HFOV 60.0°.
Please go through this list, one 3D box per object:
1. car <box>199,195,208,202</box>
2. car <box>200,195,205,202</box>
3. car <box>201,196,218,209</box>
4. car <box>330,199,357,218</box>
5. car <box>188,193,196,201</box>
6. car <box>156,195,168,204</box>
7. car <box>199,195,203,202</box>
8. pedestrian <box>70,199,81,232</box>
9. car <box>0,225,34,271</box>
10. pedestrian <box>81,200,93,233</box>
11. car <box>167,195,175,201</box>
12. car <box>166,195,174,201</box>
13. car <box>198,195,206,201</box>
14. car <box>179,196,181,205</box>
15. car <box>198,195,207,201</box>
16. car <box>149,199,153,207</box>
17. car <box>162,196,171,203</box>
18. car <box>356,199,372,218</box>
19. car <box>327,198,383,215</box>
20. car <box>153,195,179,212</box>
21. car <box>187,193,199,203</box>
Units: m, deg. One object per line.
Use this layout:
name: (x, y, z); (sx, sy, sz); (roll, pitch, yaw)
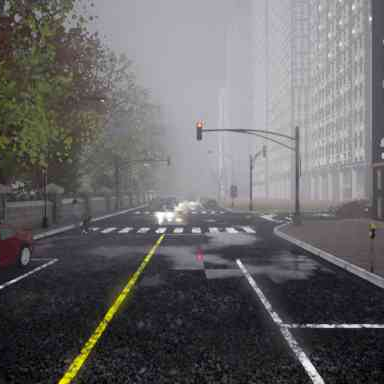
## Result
car: (2.688, 1.510, 80.376); (1.967, 1.590, 4.097); (0, 0, 0)
car: (2.689, 1.597, 52.214); (1.947, 1.339, 4.313); (0, 0, 0)
car: (2.689, 1.591, 46.581); (1.947, 1.339, 4.313); (0, 0, 0)
car: (13.648, 1.309, 26.689); (4.181, 1.385, 1.994); (-1, 0, 1)
car: (-0.004, 1.176, 83.898); (2.150, 2.045, 5.566); (0, 0, 0)
car: (-5.691, 1.484, 63.478); (1.967, 1.590, 4.097); (0, 0, 0)
car: (2.689, 1.603, 57.846); (1.947, 1.339, 4.313); (0, 0, 0)
pedestrian: (-6.438, 1.298, 18.536); (0.375, 1.860, 0.375); (0, 0, 0)
car: (-5.817, 1.546, 8.662); (1.887, 1.381, 4.507); (0, 0, 0)
pedestrian: (-5.572, 1.298, 17.852); (0.375, 1.860, 0.375); (0, 0, 0)
car: (-5.694, 1.635, 91.639); (1.887, 1.381, 4.507); (0, 0, 0)
car: (-5.692, 1.520, 86.007); (1.967, 1.590, 4.097); (0, 0, 0)
car: (2.687, 1.641, 91.640); (2.008, 1.369, 4.403); (0, 0, 0)
car: (-3.087, 1.557, 53.238); (1.812, 1.442, 4.674); (0, 0, 0)
car: (2.688, 1.520, 86.008); (1.967, 1.590, 4.097); (0, 0, 0)
car: (-5.691, 1.613, 52.213); (1.802, 1.307, 4.206); (0, 0, 0)
car: (-5.692, 1.585, 74.574); (1.752, 1.417, 4.829); (0, 0, 0)
car: (14.673, 1.282, 23.990); (4.313, 1.339, 1.947); (-1, 1, 0)
car: (14.605, 1.307, 29.792); (4.181, 1.385, 1.994); (-1, 0, 0)
car: (-3.100, 1.511, 39.949); (2.128, 1.511, 4.902); (0, 0, 0)
car: (-0.004, 1.589, 73.451); (2.033, 1.411, 5.357); (0, 0, 0)
